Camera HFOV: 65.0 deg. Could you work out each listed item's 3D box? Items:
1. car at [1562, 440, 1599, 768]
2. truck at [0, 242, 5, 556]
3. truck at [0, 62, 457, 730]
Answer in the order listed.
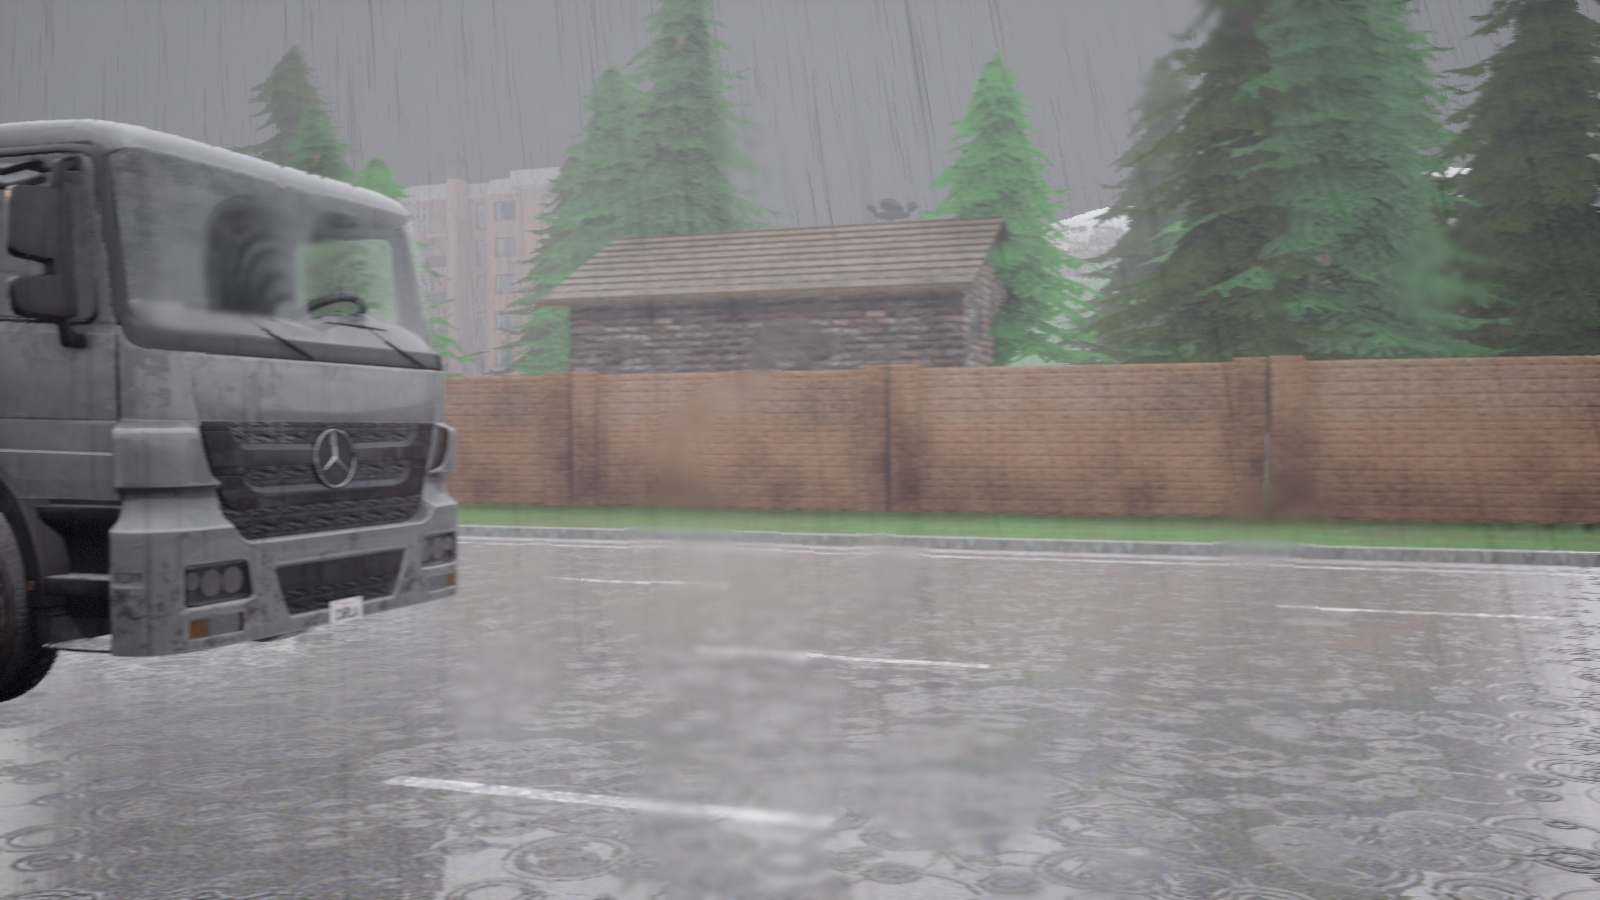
[{"bbox_3d":[6.053,0.750,4.849,5.008,1.535,1.882,1,1,19],"label":"car"},{"bbox_3d":[-14.198,-0.639,15.380,8.468,3.827,2.891,1,1,19],"label":"truck"},{"bbox_3d":[-6.751,-0.328,9.142,7.936,3.462,2.891,1,1,19],"label":"truck"}]
